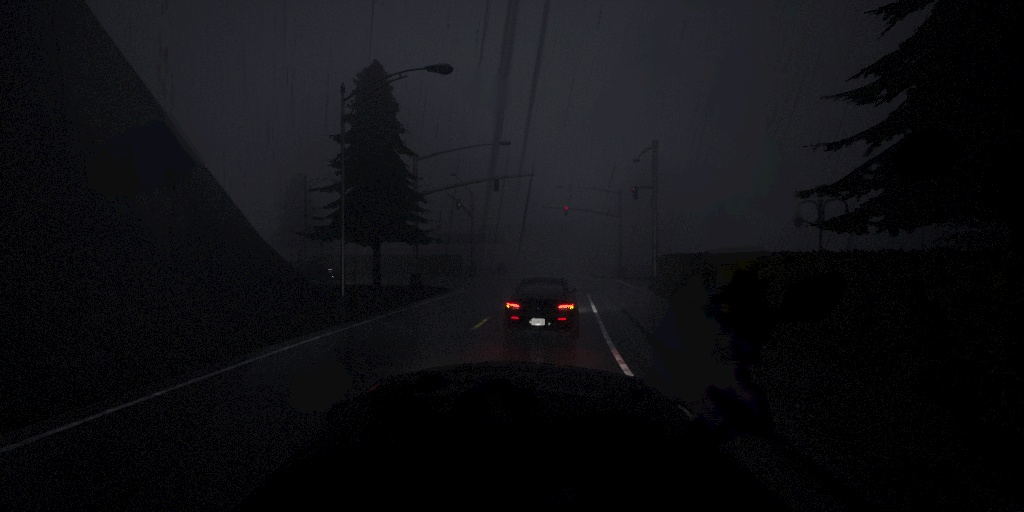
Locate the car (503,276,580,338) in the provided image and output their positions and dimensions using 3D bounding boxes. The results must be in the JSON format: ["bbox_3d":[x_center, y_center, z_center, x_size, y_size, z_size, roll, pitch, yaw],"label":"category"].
[{"bbox_3d":[0.927,1.276,10.119,1.812,1.442,4.674,0,0,9],"label":"car"}]

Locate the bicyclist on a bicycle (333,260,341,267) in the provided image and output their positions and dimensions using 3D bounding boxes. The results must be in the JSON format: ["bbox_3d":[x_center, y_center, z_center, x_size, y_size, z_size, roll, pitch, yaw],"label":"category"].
[{"bbox_3d":[-17.340,1.203,35.410,0.582,1.620,1.656,0,0,8],"label":"bicyclist on a bicycle"}]

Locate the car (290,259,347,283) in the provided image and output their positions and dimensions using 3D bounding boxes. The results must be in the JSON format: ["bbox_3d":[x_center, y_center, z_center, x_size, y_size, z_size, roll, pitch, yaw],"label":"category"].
[{"bbox_3d":[-15.324,1.102,27.986,4.553,1.767,2.097,0,0,9],"label":"car"}]
